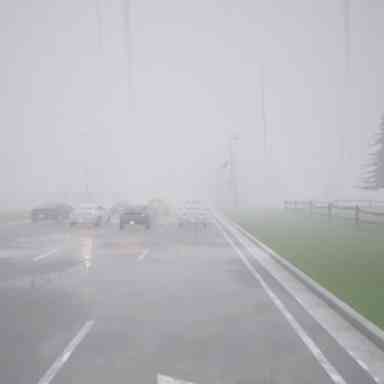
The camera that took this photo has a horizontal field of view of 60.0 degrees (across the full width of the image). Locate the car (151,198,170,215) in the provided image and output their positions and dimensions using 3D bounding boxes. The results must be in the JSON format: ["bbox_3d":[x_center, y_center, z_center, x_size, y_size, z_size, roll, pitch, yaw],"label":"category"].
[{"bbox_3d":[-3.408,1.374,34.204,2.097,1.767,4.553,0,0,0],"label":"car"}]

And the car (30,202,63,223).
[{"bbox_3d":[-10.402,1.495,25.397,1.882,1.535,5.008,0,0,0],"label":"car"}]

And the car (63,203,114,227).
[{"bbox_3d":[-6.920,1.541,22.926,1.812,1.442,4.674,0,0,0],"label":"car"}]

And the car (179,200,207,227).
[{"bbox_3d":[0.080,1.541,22.883,1.812,1.442,4.674,0,0,0],"label":"car"}]

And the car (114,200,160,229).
[{"bbox_3d":[-3.426,1.519,21.521,1.837,1.490,4.892,0,0,0],"label":"car"}]
